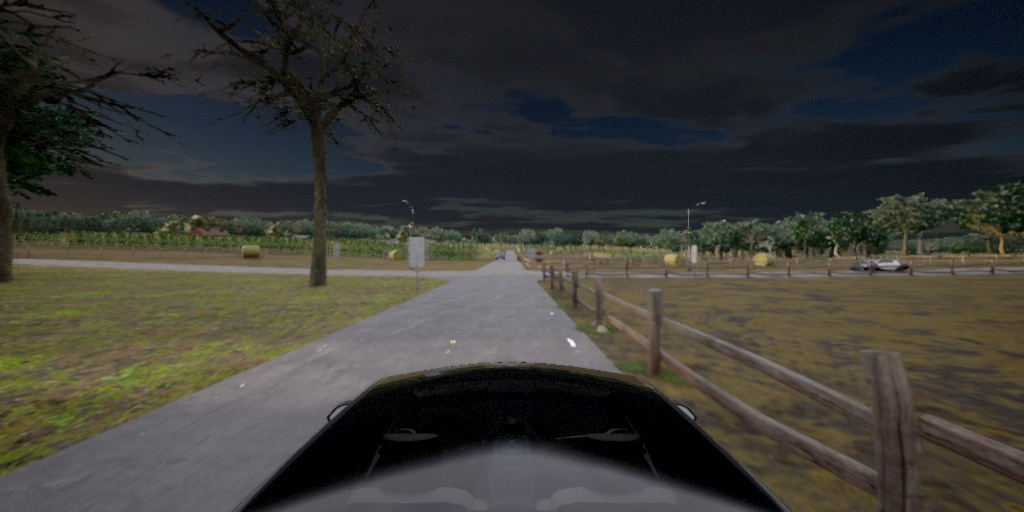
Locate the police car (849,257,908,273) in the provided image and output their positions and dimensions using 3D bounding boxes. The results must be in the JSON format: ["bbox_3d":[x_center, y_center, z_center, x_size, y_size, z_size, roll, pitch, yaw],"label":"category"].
[{"bbox_3d":[39.080,0.951,38.427,4.974,1.542,2.038,-1,2,0],"label":"police car"}]
